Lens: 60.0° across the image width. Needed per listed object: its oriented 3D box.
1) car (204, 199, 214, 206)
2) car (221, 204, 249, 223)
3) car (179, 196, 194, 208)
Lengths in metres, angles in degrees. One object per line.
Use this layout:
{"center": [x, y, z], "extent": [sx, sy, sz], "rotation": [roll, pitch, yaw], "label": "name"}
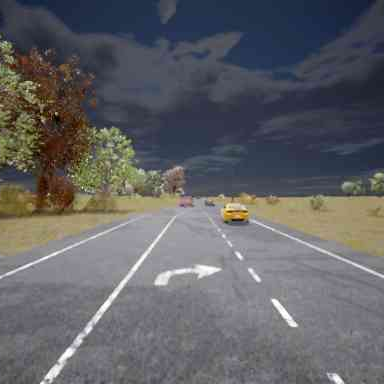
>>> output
{"center": [3.464, 2.143, 67.559], "extent": [2.033, 1.411, 5.357], "rotation": [0, -1, 0], "label": "car"}
{"center": [3.488, 1.720, 27.778], "extent": [1.882, 1.535, 5.008], "rotation": [0, -1, 0], "label": "car"}
{"center": [-0.894, 1.762, 58.616], "extent": [2.150, 2.045, 5.566], "rotation": [0, 0, 6], "label": "car"}
